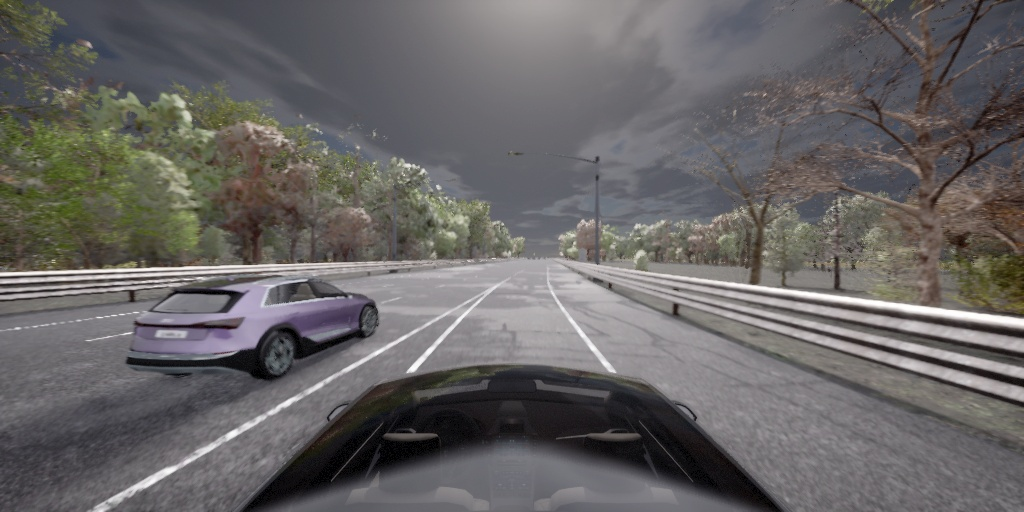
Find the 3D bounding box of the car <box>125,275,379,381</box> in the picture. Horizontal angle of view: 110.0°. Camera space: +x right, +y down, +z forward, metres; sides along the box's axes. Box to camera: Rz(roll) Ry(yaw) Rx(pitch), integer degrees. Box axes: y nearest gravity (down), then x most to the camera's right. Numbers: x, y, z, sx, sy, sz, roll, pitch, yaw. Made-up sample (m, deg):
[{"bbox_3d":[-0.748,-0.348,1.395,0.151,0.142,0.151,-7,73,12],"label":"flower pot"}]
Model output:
[{"bbox_3d":[-4.531,1.172,7.244,2.033,1.649,4.856,0,0,6],"label":"car"}]
